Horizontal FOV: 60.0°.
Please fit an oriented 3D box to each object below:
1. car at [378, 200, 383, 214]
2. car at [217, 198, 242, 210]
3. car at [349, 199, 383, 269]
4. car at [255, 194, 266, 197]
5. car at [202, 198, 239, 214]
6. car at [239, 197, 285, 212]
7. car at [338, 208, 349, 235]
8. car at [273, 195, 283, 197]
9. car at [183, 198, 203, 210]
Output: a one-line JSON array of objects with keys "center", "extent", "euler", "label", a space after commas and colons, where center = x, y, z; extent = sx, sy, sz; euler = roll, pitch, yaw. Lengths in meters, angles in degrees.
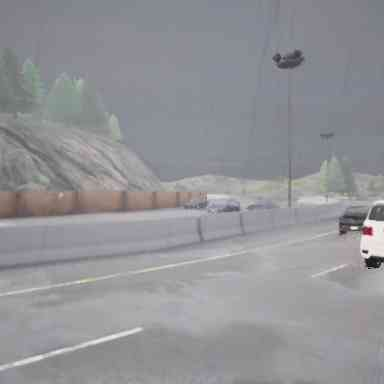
[{"center": [20.624, 1.545, 34.680], "extent": [1.895, 1.301, 4.718], "euler": [0, 0, 26], "label": "car"}, {"center": [4.949, 1.509, 42.777], "extent": [1.812, 1.442, 4.674], "euler": [0, 0, 25], "label": "car"}, {"center": [7.071, 1.203, 10.173], "extent": [5.566, 2.045, 2.150], "euler": [0, 0, -44], "label": "car"}, {"center": [14.809, 1.094, 71.765], "extent": [1.812, 1.442, 4.674], "euler": [0, 0, -2], "label": "car"}, {"center": [3.264, 1.514, 32.907], "extent": [1.812, 1.442, 4.674], "euler": [0, 0, 33], "label": "car"}, {"center": [6.862, 1.527, 31.902], "extent": [2.033, 1.411, 5.357], "euler": [0, 0, 33], "label": "car"}, {"center": [9.350, 1.480, 17.704], "extent": [1.837, 1.490, 4.892], "euler": [0, 0, 42], "label": "car"}, {"center": [18.323, 1.319, 70.707], "extent": [1.837, 1.490, 4.892], "euler": [0, 0, 2], "label": "car"}, {"center": [0.664, 1.499, 42.078], "extent": [1.837, 1.490, 4.892], "euler": [0, 0, 28], "label": "car"}]
